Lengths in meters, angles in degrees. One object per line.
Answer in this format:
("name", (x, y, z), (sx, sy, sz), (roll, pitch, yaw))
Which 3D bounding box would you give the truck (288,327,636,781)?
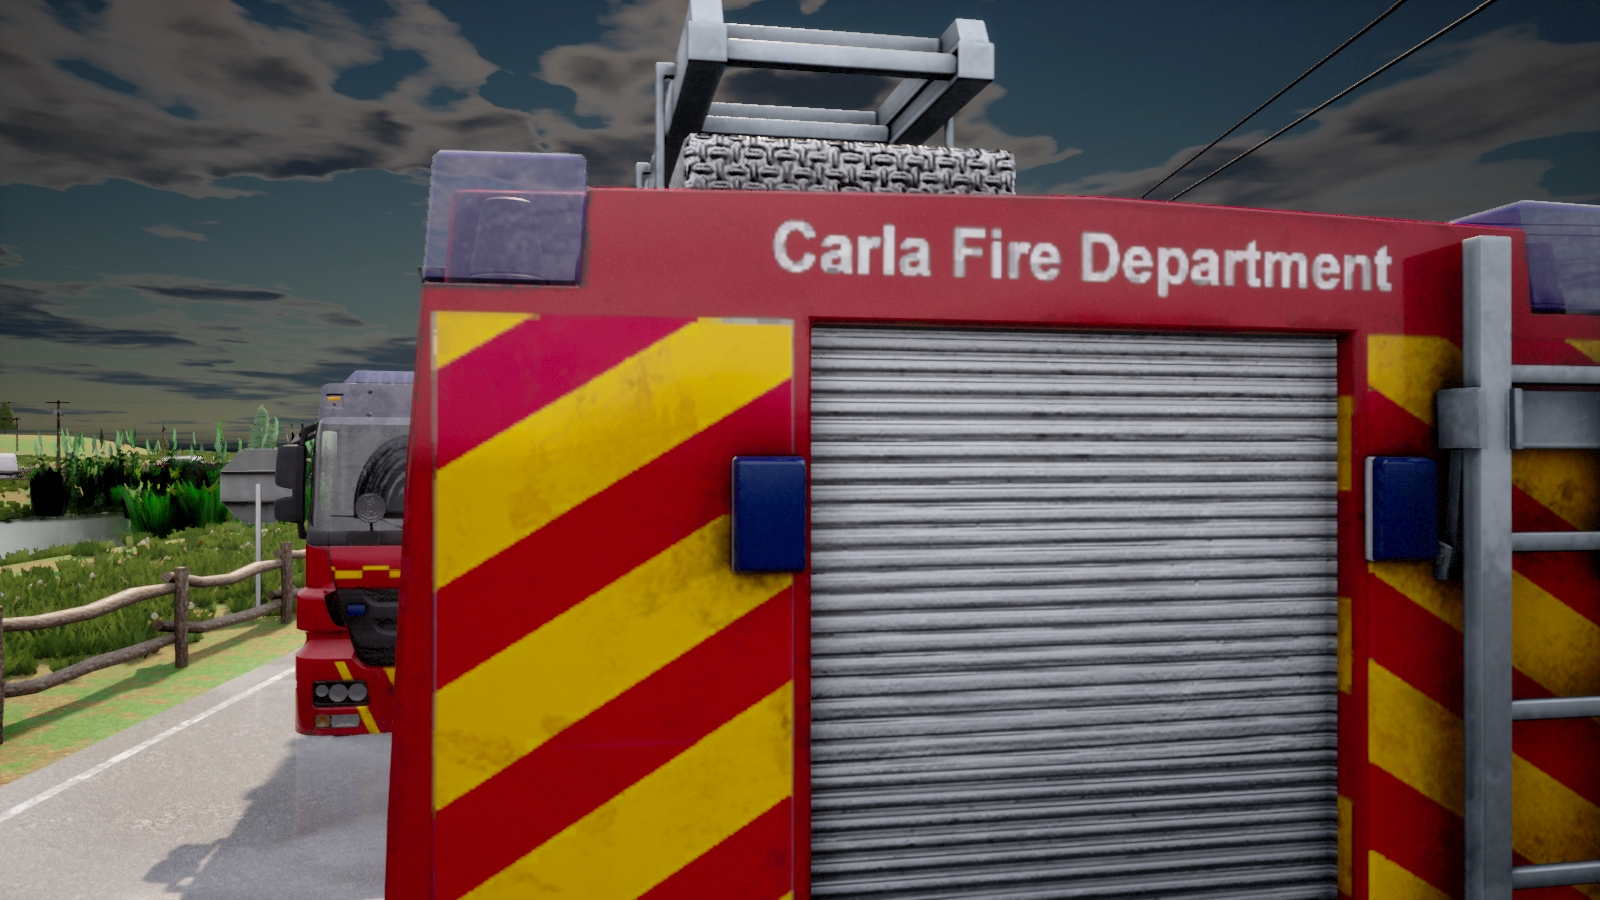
("truck", (-3.843, 0.862, 14.075), (2.891, 3.827, 8.468), (0, 0, -13))

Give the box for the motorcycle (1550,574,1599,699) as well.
("motorcycle", (9.857, 2.142, 13.246), (1.805, 1.316, 0.856), (0, 0, -7))

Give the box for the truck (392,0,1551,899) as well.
("truck", (-0.258, 0.864, 6.873), (2.891, 3.827, 8.468), (0, 0, -11))
